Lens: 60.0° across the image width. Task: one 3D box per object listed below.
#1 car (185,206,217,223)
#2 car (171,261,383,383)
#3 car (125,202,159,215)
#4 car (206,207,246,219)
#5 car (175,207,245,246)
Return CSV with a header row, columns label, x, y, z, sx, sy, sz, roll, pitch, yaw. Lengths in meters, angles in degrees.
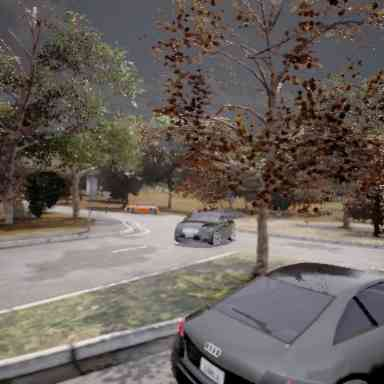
label,x,y,z,sx,sy,sz,roll,pitch,yaw
car,1.093,2.361,35.598,1.882,1.535,5.008,1,-2,20
car,1.845,1.601,4.086,4.181,1.385,1.994,1,-1,-34
car,-6.845,2.181,45.491,4.553,1.767,2.097,3,-2,1
car,4.900,3.038,47.634,5.357,1.411,2.033,4,-2,-24
car,0.821,1.682,16.228,2.128,1.511,4.902,2,-2,22
